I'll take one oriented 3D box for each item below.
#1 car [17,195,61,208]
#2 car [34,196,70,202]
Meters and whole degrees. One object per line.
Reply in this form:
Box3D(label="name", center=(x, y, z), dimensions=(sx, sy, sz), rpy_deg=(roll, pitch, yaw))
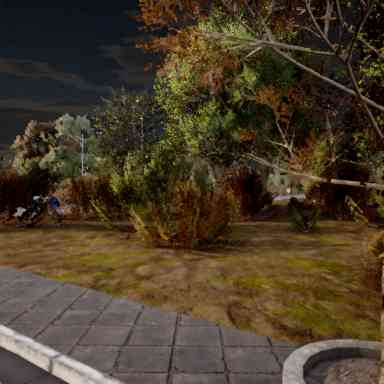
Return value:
Box3D(label="car", center=(-20.030, 1.211, 43.825), dimensions=(1.882, 1.535, 5.008), rpy_deg=(0, 0, 32))
Box3D(label="car", center=(-17.513, 1.237, 41.250), dimensions=(1.882, 1.535, 5.008), rpy_deg=(0, 0, 32))
